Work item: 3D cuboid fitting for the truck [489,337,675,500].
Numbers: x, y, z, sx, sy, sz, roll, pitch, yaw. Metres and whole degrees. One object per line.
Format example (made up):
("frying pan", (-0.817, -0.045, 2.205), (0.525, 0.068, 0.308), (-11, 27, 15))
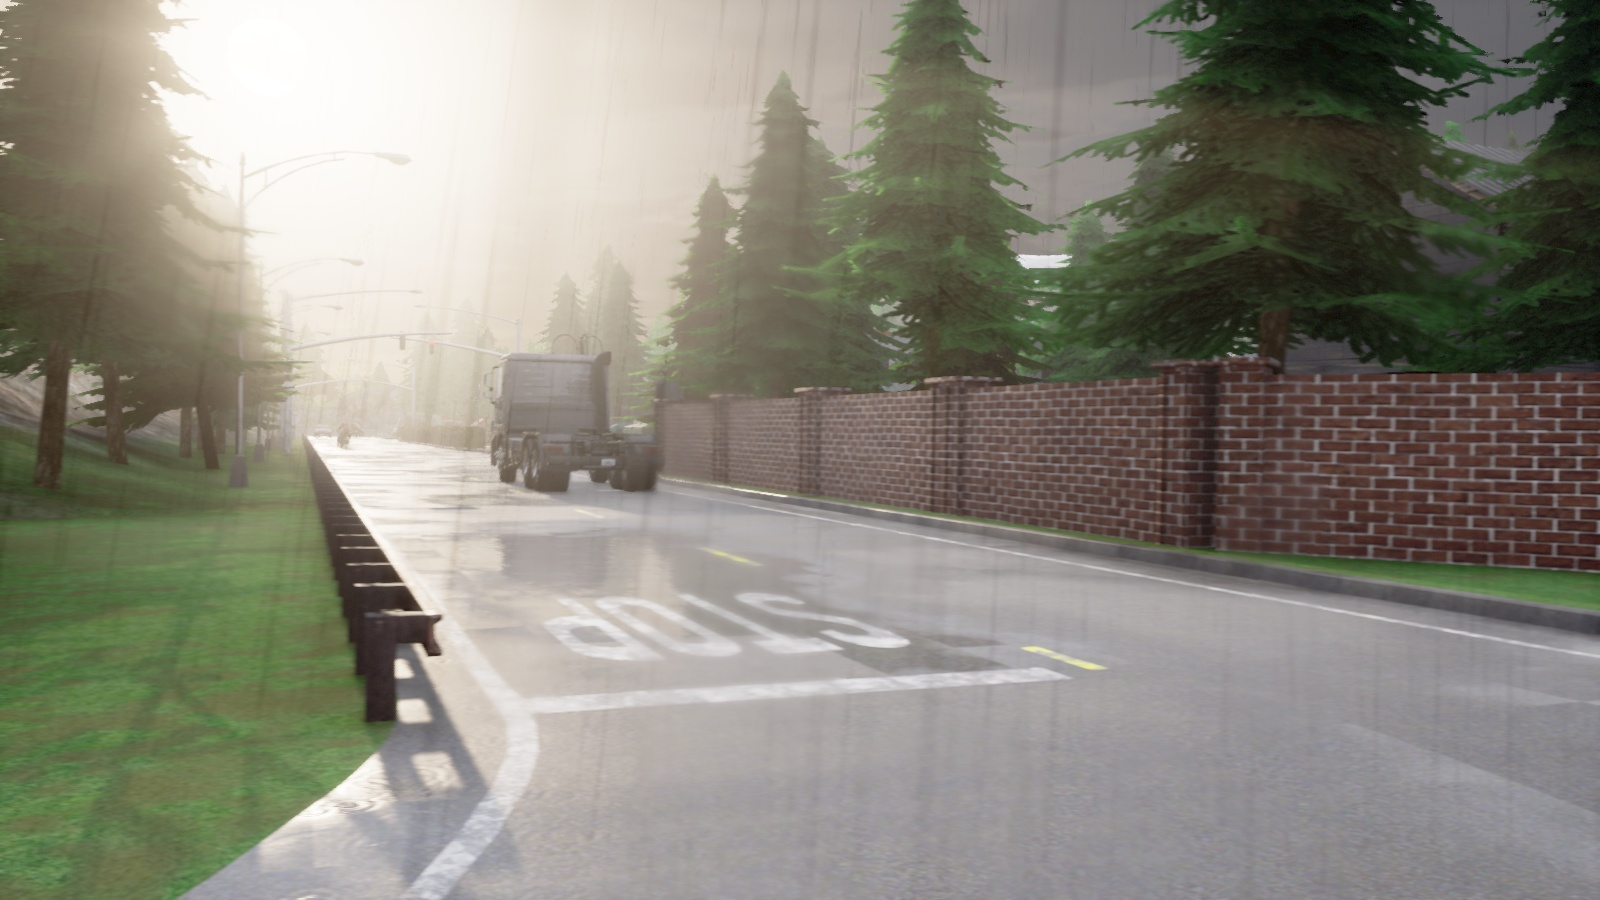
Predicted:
("truck", (-5.597, -0.719, 30.896), (2.891, 3.462, 7.936), (-1, 1, -22))
